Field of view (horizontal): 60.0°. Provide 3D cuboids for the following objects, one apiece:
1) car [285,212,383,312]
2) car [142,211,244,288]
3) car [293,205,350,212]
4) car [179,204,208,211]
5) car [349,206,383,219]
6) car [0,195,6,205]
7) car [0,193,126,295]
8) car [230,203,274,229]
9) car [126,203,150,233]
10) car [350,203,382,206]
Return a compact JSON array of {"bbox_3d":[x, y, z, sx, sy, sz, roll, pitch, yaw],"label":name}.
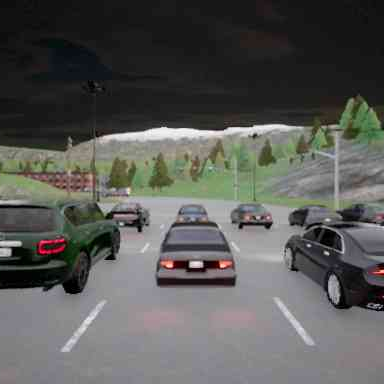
[{"bbox_3d":[3.574,1.448,7.627,1.837,1.490,4.892,0,1,0],"label":"car"},{"bbox_3d":[0.070,1.478,9.155,2.033,1.411,5.357,0,0,0],"label":"car"},{"bbox_3d":[7.011,1.420,19.228,1.994,1.385,4.181,0,0,-1],"label":"car"},{"bbox_3d":[0.022,1.403,19.224,2.033,1.411,5.357,0,0,0],"label":"car"},{"bbox_3d":[7.063,1.401,10.240,1.882,1.535,5.008,0,0,0],"label":"car"},{"bbox_3d":[-30.563,1.187,49.941,4.181,1.385,1.994,0,0,-1],"label":"car"},{"bbox_3d":[-3.430,1.156,8.677,2.150,2.045,5.566,0,1,0],"label":"car"},{"bbox_3d":[3.497,1.395,20.244,2.033,1.411,5.357,0,0,-1],"label":"car"},{"bbox_3d":[-3.481,1.350,18.760,2.128,1.511,4.902,0,0,0],"label":"car"},{"bbox_3d":[10.498,1.396,20.205,2.033,1.411,5.357,0,0,-1],"label":"car"}]
